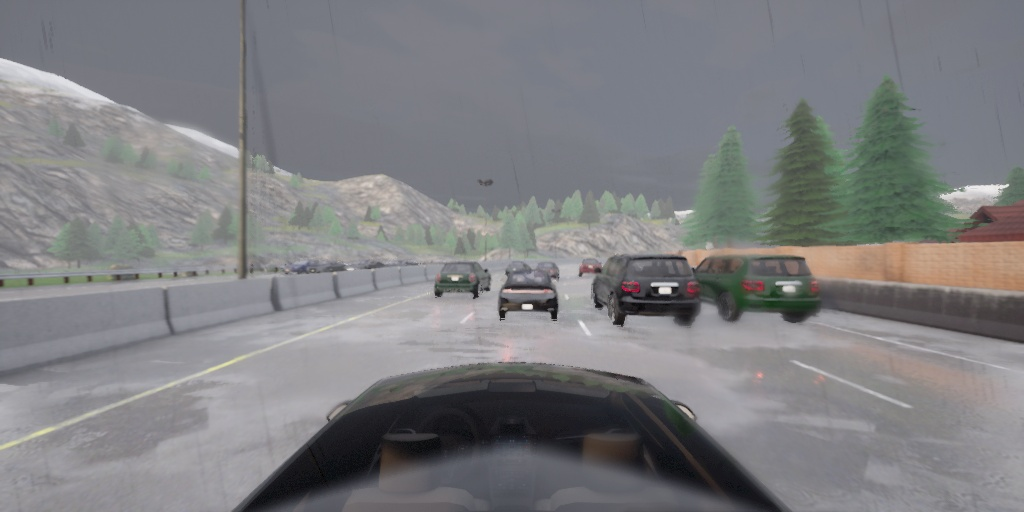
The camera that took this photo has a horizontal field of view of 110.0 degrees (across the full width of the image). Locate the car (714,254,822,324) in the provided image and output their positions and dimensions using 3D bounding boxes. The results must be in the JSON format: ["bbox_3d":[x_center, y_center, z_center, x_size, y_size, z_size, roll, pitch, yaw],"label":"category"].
[{"bbox_3d":[7.578,0.964,12.209,2.150,2.045,5.566,0,0,4],"label":"car"}]

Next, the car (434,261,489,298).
[{"bbox_3d":[-2.339,1.036,18.201,2.097,1.767,4.553,0,0,6],"label":"car"}]

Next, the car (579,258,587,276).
[{"bbox_3d":[7.766,1.014,35.435,2.097,1.767,4.553,0,0,13],"label":"car"}]

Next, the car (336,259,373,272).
[{"bbox_3d":[-14.111,1.074,34.595,2.128,1.511,4.902,0,0,12],"label":"car"}]

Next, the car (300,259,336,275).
[{"bbox_3d":[-17.696,1.134,34.476,1.994,1.385,4.181,0,0,11],"label":"car"}]

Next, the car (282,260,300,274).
[{"bbox_3d":[-20.896,1.077,36.373,1.812,1.442,4.674,0,0,12],"label":"car"}]

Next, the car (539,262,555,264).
[{"bbox_3d":[2.935,1.210,29.955,2.033,1.411,5.357,0,0,11],"label":"car"}]

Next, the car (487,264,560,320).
[{"bbox_3d":[0.611,1.206,12.480,2.128,1.511,4.902,0,0,4],"label":"car"}]

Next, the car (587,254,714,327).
[{"bbox_3d":[4.030,0.952,11.675,2.150,2.045,5.566,0,0,4],"label":"car"}]

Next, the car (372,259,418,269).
[{"bbox_3d":[-10.661,1.089,34.055,2.128,1.511,4.902,0,0,12],"label":"car"}]

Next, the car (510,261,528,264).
[{"bbox_3d":[0.667,1.198,35.858,1.994,1.385,4.181,0,0,13],"label":"car"}]
